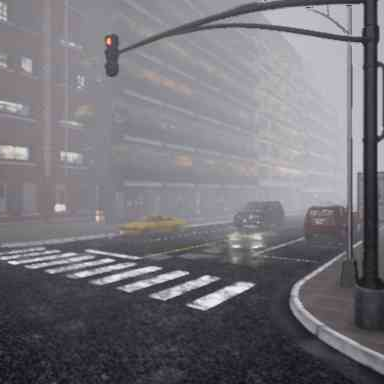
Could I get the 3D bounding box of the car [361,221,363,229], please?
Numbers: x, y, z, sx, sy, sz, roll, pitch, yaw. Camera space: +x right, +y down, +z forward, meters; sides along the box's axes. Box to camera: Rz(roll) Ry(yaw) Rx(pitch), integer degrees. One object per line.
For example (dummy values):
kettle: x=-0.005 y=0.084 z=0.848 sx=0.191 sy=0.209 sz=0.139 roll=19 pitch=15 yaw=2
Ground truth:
car: x=11.219 y=2.039 z=23.842 sx=1.887 sy=1.381 sz=4.507 roll=-1 pitch=-2 yaw=35

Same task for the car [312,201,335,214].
car: x=20.589 y=2.327 z=51.781 sx=2.192 sy=1.841 sz=5.009 roll=-1 pitch=-2 yaw=35

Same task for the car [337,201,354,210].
car: x=30.335 y=2.628 z=65.698 sx=2.192 sy=1.841 sz=5.009 roll=-1 pitch=-2 yaw=35

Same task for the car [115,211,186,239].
car: x=-2.249 y=1.819 z=19.162 sx=1.752 sy=1.417 sz=4.829 roll=-1 pitch=-2 yaw=35

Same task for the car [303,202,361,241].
car: x=7.969 y=1.707 z=19.209 sx=2.192 sy=1.841 sz=5.009 roll=-1 pitch=-2 yaw=35

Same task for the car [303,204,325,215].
car: x=17.243 y=2.433 z=46.997 sx=1.752 sy=1.417 sz=4.829 roll=-1 pitch=-2 yaw=35

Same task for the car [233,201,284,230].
car: x=5.217 y=1.682 z=25.285 sx=2.150 sy=2.045 sz=5.566 roll=0 pitch=-1 yaw=35
